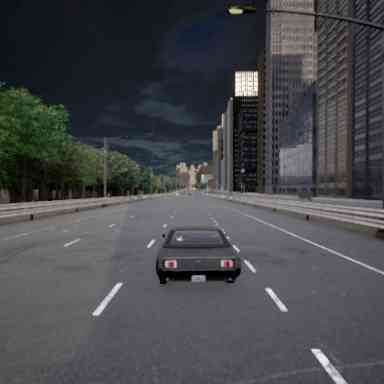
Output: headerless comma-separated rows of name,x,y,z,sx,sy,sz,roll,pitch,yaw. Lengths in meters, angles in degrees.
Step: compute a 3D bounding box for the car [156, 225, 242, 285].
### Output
car,0.083,1.580,9.419,1.895,1.301,4.718,0,0,-2
